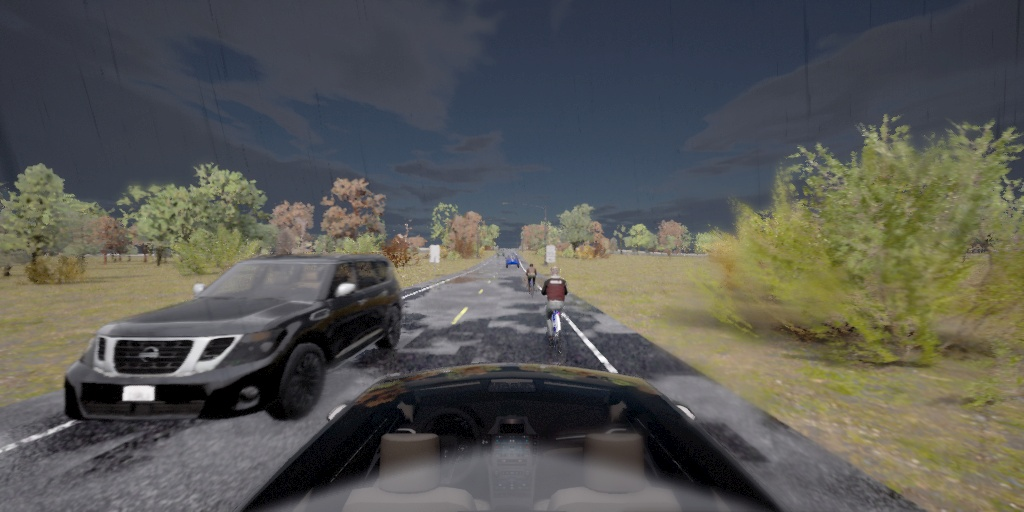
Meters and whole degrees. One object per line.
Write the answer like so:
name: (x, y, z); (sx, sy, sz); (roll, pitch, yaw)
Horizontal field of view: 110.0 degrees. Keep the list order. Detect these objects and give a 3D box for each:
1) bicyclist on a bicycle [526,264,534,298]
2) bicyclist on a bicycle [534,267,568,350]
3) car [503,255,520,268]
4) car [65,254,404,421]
bicyclist on a bicycle: (0.965, 1.203, 17.630); (0.582, 1.620, 1.656); (0, 0, 0)
bicyclist on a bicycle: (0.964, 1.120, 8.223); (0.659, 1.776, 1.843); (0, 0, 0)
car: (0.110, 0.812, 59.917); (2.150, 2.045, 5.566); (0, 1, 0)
car: (-3.599, 0.970, 6.221); (2.150, 2.045, 5.566); (0, 0, 0)
